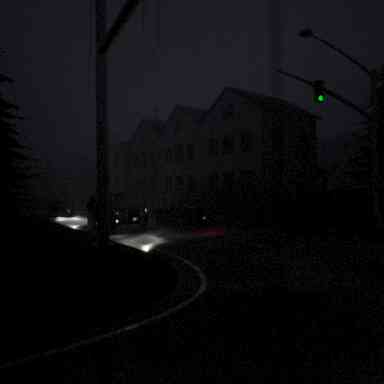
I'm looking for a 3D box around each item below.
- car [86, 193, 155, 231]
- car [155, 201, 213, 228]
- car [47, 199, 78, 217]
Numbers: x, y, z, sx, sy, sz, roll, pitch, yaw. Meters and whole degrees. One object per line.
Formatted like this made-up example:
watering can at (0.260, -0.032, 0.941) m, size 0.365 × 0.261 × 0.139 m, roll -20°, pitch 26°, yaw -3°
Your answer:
car at (-4.662, 1.107, 20.143) m, size 2.150 × 2.045 × 5.566 m, roll -1°, pitch 0°, yaw -35°
car at (-0.727, 1.313, 20.801) m, size 1.882 × 1.535 × 5.008 m, roll -1°, pitch 1°, yaw -35°
car at (-12.032, 1.376, 30.702) m, size 2.128 × 1.511 × 4.902 m, roll -1°, pitch 1°, yaw -35°
